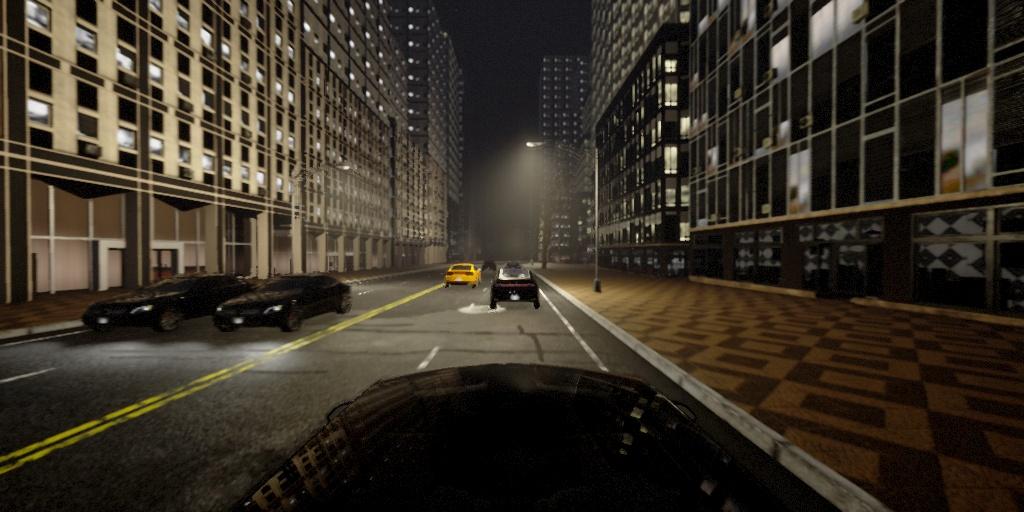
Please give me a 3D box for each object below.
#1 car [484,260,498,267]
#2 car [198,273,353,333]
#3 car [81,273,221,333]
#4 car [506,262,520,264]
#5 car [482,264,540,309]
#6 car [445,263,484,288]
[{"bbox_3d":[-3.127,1.319,50.126,1.837,1.490,4.892,0,0,0],"label":"car"},{"bbox_3d":[-6.540,1.281,10.918,1.812,1.442,4.674,0,0,1],"label":"car"},{"bbox_3d":[-9.787,1.281,10.923,1.812,1.442,4.674,0,0,1],"label":"car"},{"bbox_3d":[0.119,1.364,43.027,1.994,1.385,4.181,0,0,0],"label":"car"},{"bbox_3d":[0.107,1.251,15.065,2.128,1.511,4.902,0,0,0],"label":"car"},{"bbox_3d":[-3.139,1.246,23.718,1.882,1.535,5.008,0,0,0],"label":"car"}]
